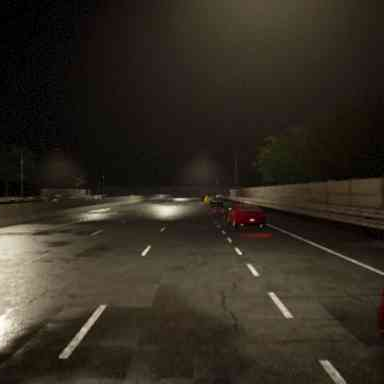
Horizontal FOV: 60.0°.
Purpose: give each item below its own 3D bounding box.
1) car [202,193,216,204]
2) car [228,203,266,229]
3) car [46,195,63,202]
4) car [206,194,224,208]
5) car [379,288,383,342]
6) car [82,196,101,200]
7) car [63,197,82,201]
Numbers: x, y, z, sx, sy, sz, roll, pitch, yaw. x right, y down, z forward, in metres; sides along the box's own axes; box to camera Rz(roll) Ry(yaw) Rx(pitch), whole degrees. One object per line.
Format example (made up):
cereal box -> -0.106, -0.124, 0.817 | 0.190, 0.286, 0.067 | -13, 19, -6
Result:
car -> 3.515, 1.507, 66.889 | 1.882, 1.535, 5.008 | 0, 0, 0
car -> 3.504, 1.479, 21.819 | 1.882, 1.535, 5.008 | 0, 0, 0
car -> -24.502, 1.377, 59.898 | 2.097, 1.767, 4.553 | 0, 0, 0
car -> 3.508, 1.502, 48.194 | 2.128, 1.511, 4.902 | 0, 0, 0
car -> 3.500, 1.461, 2.579 | 1.882, 1.535, 5.008 | 0, 0, 0
car -> -17.511, 1.514, 60.014 | 2.128, 1.511, 4.902 | 0, 0, 1
car -> -21.007, 1.582, 59.909 | 1.994, 1.385, 4.181 | 0, 0, 0
